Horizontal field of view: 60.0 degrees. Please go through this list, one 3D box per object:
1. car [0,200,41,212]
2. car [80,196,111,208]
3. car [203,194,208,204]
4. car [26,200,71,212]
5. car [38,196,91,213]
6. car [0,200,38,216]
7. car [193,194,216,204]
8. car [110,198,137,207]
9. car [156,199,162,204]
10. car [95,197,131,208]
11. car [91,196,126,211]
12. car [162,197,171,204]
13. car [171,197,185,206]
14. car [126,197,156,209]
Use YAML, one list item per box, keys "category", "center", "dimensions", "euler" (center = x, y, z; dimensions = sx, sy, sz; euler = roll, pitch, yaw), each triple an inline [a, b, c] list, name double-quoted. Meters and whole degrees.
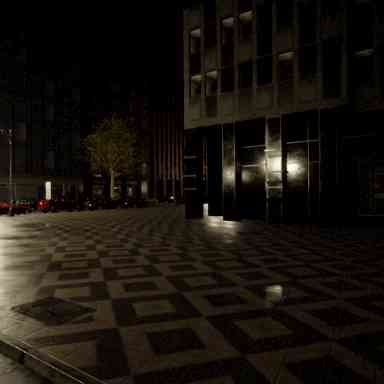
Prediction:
- category: "car"
  center: [-20.725, 1.644, 40.038]
  dimensions: [1.947, 1.339, 4.313]
  euler: [-1, 0, 35]
- category: "car"
  center: [-14.301, 1.486, 49.306]
  dimensions: [1.967, 1.590, 4.097]
  euler: [-1, 0, 35]
- category: "car"
  center: [2.339, 1.224, 58.349]
  dimensions: [2.192, 1.841, 5.009]
  euler: [-1, 0, 35]
- category: "car"
  center: [-17.233, 1.640, 40.246]
  dimensions: [1.895, 1.301, 4.718]
  euler: [-1, 0, 35]
- category: "car"
  center: [-13.724, 1.291, 35.179]
  dimensions: [2.192, 1.841, 5.009]
  euler: [-1, 0, 35]
- category: "car"
  center: [-16.934, 1.577, 30.544]
  dimensions: [1.802, 1.307, 4.206]
  euler: [-1, 0, 35]
- category: "car"
  center: [2.424, 1.285, 62.996]
  dimensions: [2.097, 1.767, 4.553]
  euler: [-1, 0, 35]
- category: "car"
  center: [-11.086, 1.614, 53.941]
  dimensions: [1.802, 1.307, 4.206]
  euler: [-1, 0, 35]
- category: "car"
  center: [-7.971, 1.546, 58.435]
  dimensions: [1.752, 1.417, 4.829]
  euler: [-1, 0, 35]
- category: "car"
  center: [-11.480, 1.502, 48.519]
  dimensions: [2.128, 1.511, 4.902]
  euler: [-1, 0, 35]
- category: "car"
  center: [-10.509, 1.526, 39.812]
  dimensions: [1.947, 1.339, 4.313]
  euler: [-1, 0, 35]
- category: "car"
  center: [-4.660, 1.576, 63.211]
  dimensions: [1.947, 1.339, 4.313]
  euler: [-1, 0, 35]
- category: "car"
  center: [-0.872, 1.464, 53.714]
  dimensions: [1.887, 1.381, 4.507]
  euler: [-1, 0, 35]
- category: "car"
  center: [-7.297, 1.510, 44.445]
  dimensions: [1.947, 1.339, 4.313]
  euler: [-1, 0, 35]
